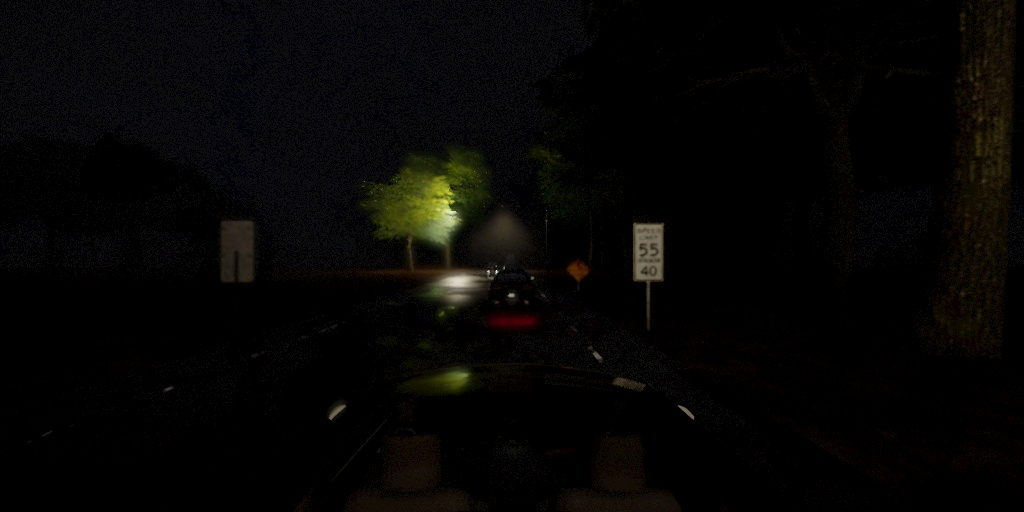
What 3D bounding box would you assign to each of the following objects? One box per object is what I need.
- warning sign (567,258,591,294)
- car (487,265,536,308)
[{"bbox_3d":[3.539,1.031,19.081,1.300,1.860,1.060,0,0,0],"label":"warning sign"},{"bbox_3d":[0.014,1.365,16.103,1.882,1.535,5.008,0,0,0],"label":"car"}]
